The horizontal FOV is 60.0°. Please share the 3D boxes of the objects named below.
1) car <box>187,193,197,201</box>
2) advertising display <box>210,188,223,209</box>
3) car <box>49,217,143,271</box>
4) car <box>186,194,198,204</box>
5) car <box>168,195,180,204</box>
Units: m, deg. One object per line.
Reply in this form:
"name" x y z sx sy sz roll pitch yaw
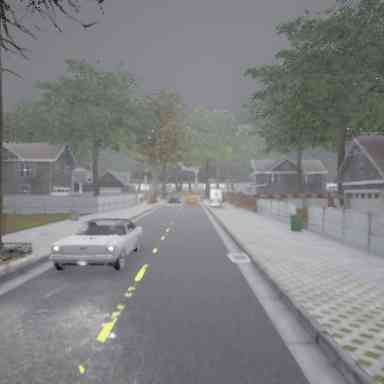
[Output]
"car" -0.023 1.060 67.477 1.812 1.442 4.674 0 1 0
"advertising display" 2.978 0.799 41.019 1.540 2.440 0.280 -1 0 0
"car" -2.856 1.553 10.897 1.895 1.301 4.718 0 0 0
"car" 0.007 1.158 53.107 1.882 1.535 5.008 0 1 0
"car" -2.824 1.224 53.443 2.033 1.411 5.357 0 1 1
